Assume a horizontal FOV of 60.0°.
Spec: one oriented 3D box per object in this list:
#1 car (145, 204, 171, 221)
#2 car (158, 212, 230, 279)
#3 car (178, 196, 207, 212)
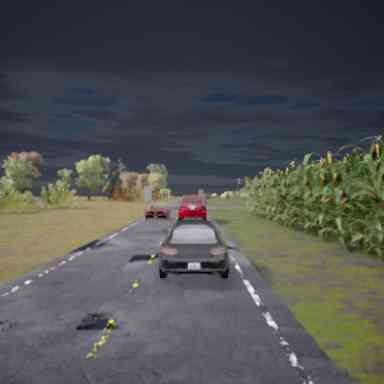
[{"bbox_3d":[-2.863,1.678,28.431,1.895,1.301,4.718,0,0,0],"label":"car"},{"bbox_3d":[0.049,1.550,10.024,1.812,1.442,4.674,0,0,0],"label":"car"},{"bbox_3d":[0.048,1.296,26.843,2.150,2.045,5.566,0,0,0],"label":"car"}]
